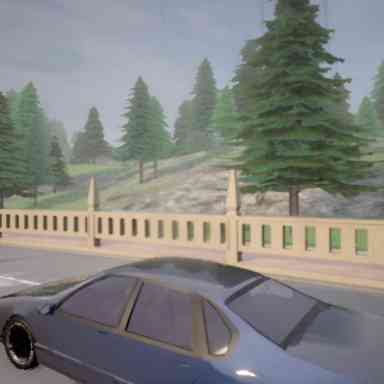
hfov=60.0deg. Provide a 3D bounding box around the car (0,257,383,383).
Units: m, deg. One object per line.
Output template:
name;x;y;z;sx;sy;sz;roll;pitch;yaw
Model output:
car;-0.351;1.567;4.084;5.357;1.411;2.033;-1;0;34
